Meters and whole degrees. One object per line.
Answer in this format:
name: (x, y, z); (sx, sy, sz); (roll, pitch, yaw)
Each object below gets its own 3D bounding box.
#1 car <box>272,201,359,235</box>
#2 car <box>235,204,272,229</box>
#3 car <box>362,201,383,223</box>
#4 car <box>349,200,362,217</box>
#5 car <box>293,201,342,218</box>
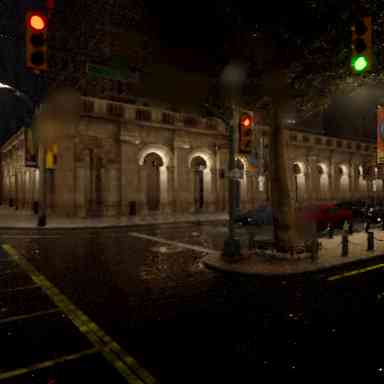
car: (7.092, 1.458, 18.865); (5.008, 1.535, 1.882); (0, 0, -35)
car: (5.098, 1.528, 21.741); (5.357, 1.411, 2.033); (0, 0, -35)
car: (15.117, 1.516, 24.514); (5.357, 1.411, 2.033); (0, 0, -35)
car: (12.901, 1.474, 27.228); (4.892, 1.490, 1.837); (0, 0, -35)
car: (11.454, 1.563, 30.169); (4.718, 1.301, 1.895); (0, 0, -36)
